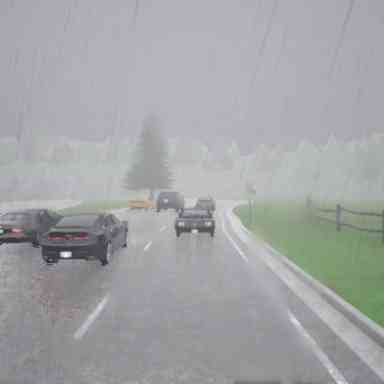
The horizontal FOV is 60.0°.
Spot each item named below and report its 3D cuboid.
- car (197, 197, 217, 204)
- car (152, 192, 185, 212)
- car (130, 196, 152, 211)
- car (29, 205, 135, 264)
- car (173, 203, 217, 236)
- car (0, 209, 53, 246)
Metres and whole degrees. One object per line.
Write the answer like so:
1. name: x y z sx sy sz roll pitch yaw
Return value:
1. car: 1.564 1.230 34.798 2.128 1.511 4.902 0 0 8
2. car: -2.114 0.966 33.971 2.150 2.045 5.566 0 0 7
3. car: -5.257 1.204 36.399 1.882 1.535 5.008 0 0 8
4. car: -3.401 1.419 11.398 1.837 1.490 4.892 0 0 0
5. car: 0.214 1.470 17.339 1.895 1.301 4.718 0 0 2
6. car: -6.878 1.438 14.493 2.033 1.411 5.357 0 0 1
